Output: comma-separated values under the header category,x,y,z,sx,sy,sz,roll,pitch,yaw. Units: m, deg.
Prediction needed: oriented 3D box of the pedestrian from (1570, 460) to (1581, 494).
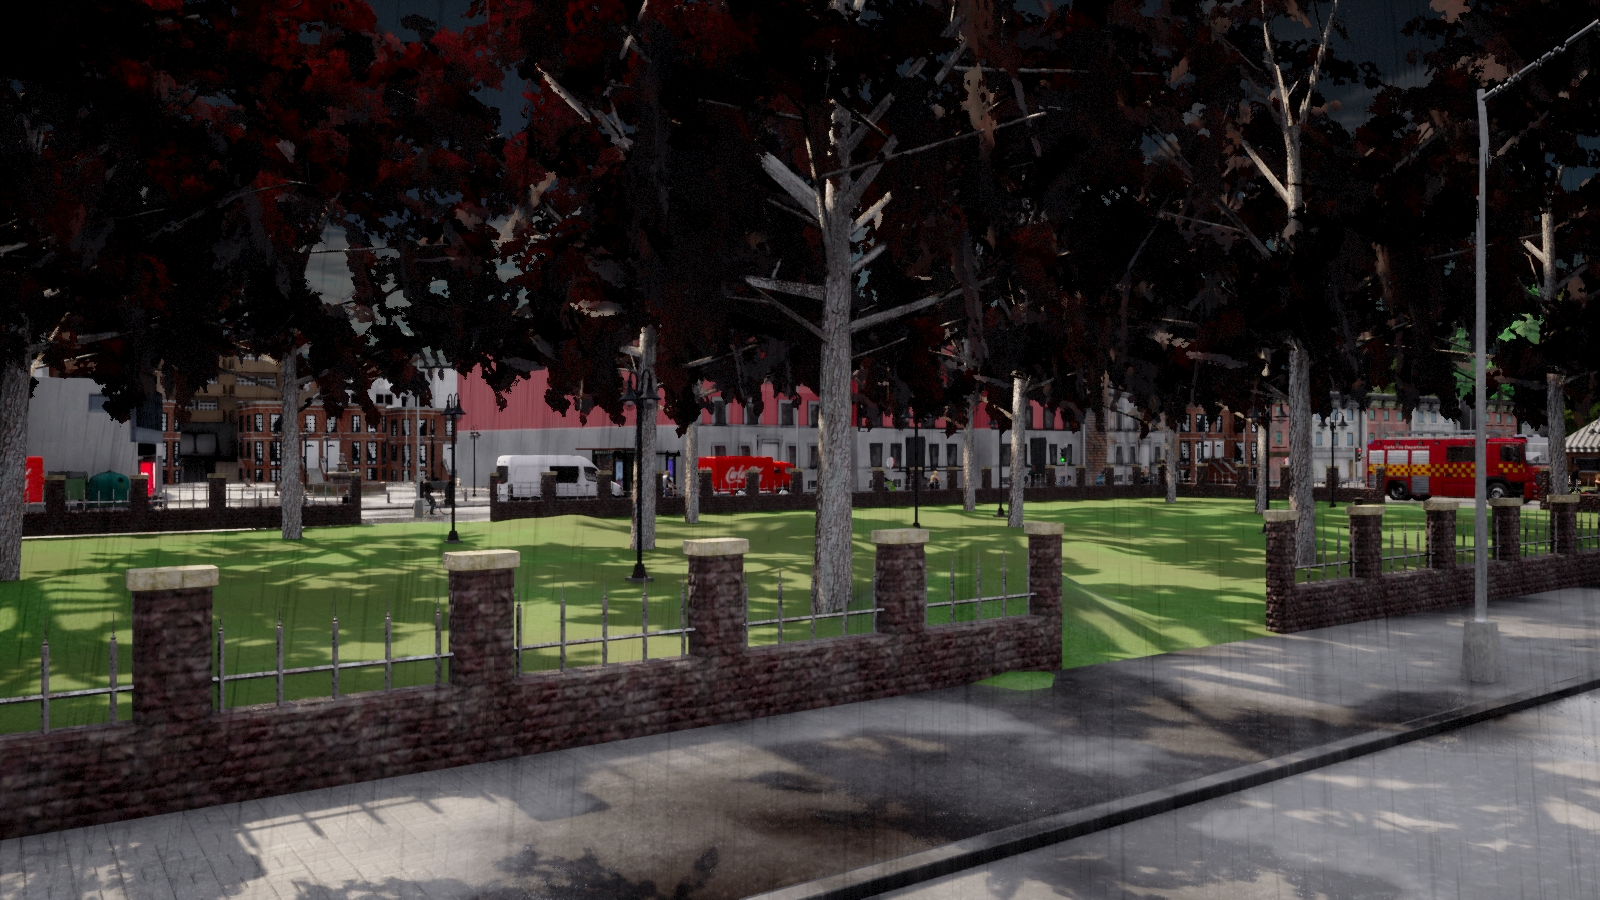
category,x,y,z,sx,sy,sz,roll,pitch,yaw
pedestrian,42.847,1.496,63.140,0.375,1.860,0.375,0,0,-27

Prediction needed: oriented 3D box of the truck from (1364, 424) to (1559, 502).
category,x,y,z,sx,sy,sz,roll,pitch,yaw
truck,34.631,0.645,60.204,2.891,3.827,8.468,0,0,-34

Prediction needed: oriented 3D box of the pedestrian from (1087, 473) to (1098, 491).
category,x,y,z,sx,sy,sz,roll,pitch,yaw
pedestrian,18.169,1.986,70.973,0.500,1.100,0.500,0,0,40

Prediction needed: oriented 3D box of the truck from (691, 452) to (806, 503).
category,x,y,z,sx,sy,sz,roll,pitch,yaw
truck,-2.582,1.335,57.891,5.204,2.467,2.627,0,0,-35

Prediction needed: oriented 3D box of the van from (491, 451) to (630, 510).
category,x,y,z,sx,sy,sz,roll,pitch,yaw
van,-10.854,1.306,52.106,5.915,2.561,1.988,0,0,-35

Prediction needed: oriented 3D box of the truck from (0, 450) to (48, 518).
category,x,y,z,sx,sy,sz,roll,pitch,yaw
truck,-31.275,1.323,42.650,5.204,2.467,2.627,-2,1,-35

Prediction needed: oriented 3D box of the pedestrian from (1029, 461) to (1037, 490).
category,x,y,z,sx,sy,sz,roll,pitch,yaw
pedestrian,14.729,1.607,72.120,0.375,1.860,0.375,0,0,-13
